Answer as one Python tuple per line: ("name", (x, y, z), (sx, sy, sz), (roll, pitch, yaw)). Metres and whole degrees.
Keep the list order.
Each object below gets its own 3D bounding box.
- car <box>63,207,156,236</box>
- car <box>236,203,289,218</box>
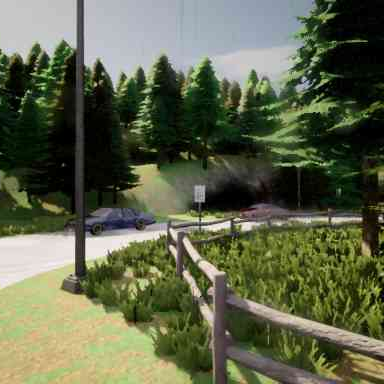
("car", (-4.523, 1.574, 19.156), (2.033, 1.411, 5.357), (0, 0, 41))
("car", (5.582, 1.591, 26.259), (4.181, 1.385, 1.994), (0, 0, -21))
